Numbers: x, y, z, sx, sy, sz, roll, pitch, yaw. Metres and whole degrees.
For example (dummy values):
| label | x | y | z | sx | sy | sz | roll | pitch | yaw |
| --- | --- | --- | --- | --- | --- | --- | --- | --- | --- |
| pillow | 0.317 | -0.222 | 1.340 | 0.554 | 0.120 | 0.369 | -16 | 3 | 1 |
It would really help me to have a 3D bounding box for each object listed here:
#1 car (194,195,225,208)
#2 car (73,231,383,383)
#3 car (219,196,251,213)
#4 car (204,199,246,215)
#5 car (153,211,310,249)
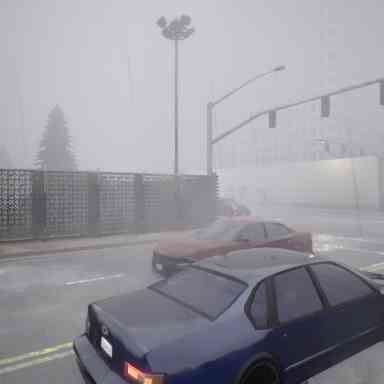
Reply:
| label | x | y | z | sx | sy | sz | roll | pitch | yaw |
| --- | --- | --- | --- | --- | --- | --- | --- | --- | --- |
| car | 2.541 | 1.296 | 48.305 | 2.097 | 1.767 | 4.553 | 0 | 0 | -35 |
| car | 1.228 | 1.547 | 4.674 | 5.357 | 1.411 | 2.033 | 0 | 0 | -35 |
| car | 3.033 | 1.297 | 29.120 | 2.097 | 1.767 | 4.553 | 0 | 0 | -35 |
| car | 3.355 | 1.470 | 34.713 | 1.812 | 1.442 | 4.674 | 0 | 0 | -35 |
| car | 1.275 | 1.478 | 9.198 | 5.008 | 1.535 | 1.882 | 0 | 0 | -35 |
